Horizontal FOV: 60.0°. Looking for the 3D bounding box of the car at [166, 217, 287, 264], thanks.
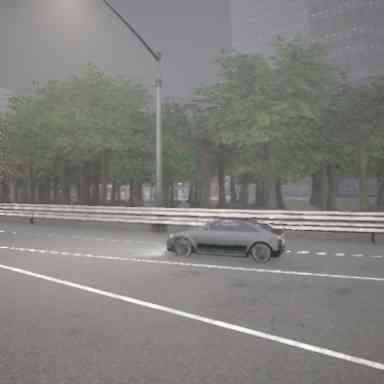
[{"bbox_3d":[1.205,1.592,11.884,4.181,1.385,1.994,0,0,21],"label":"car"}]
